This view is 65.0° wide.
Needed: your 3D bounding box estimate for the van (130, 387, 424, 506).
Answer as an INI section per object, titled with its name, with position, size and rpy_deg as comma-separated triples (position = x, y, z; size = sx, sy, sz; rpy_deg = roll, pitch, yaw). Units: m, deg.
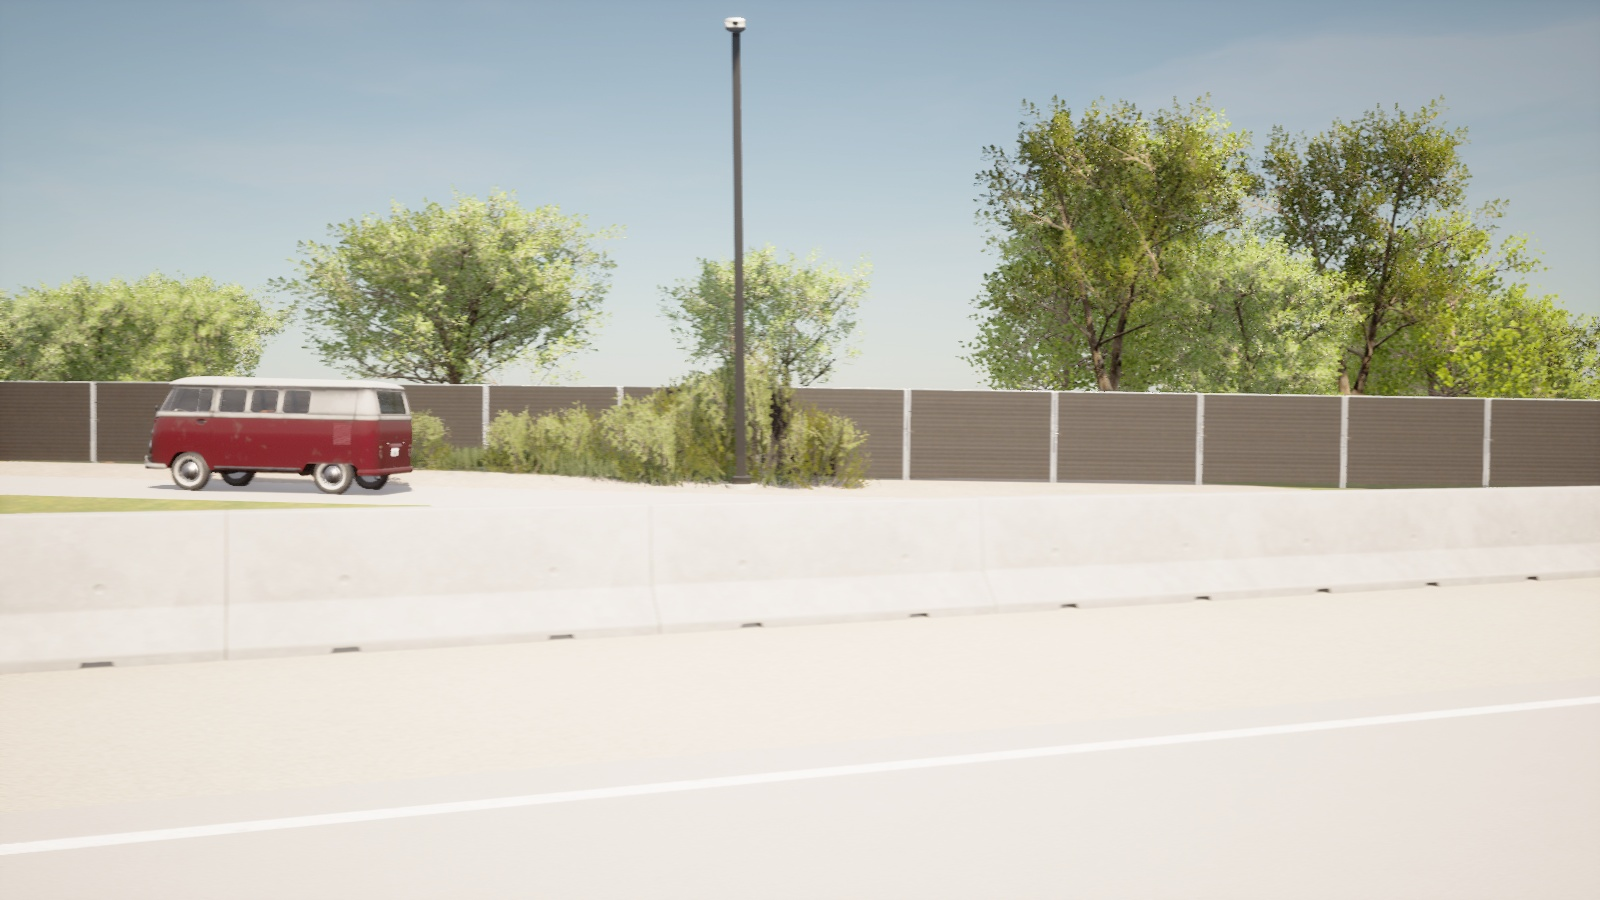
[van]
position = -9.125, -0.081, 22.096
size = 4.442, 1.987, 1.775
rpy_deg = 0, 2, 6
